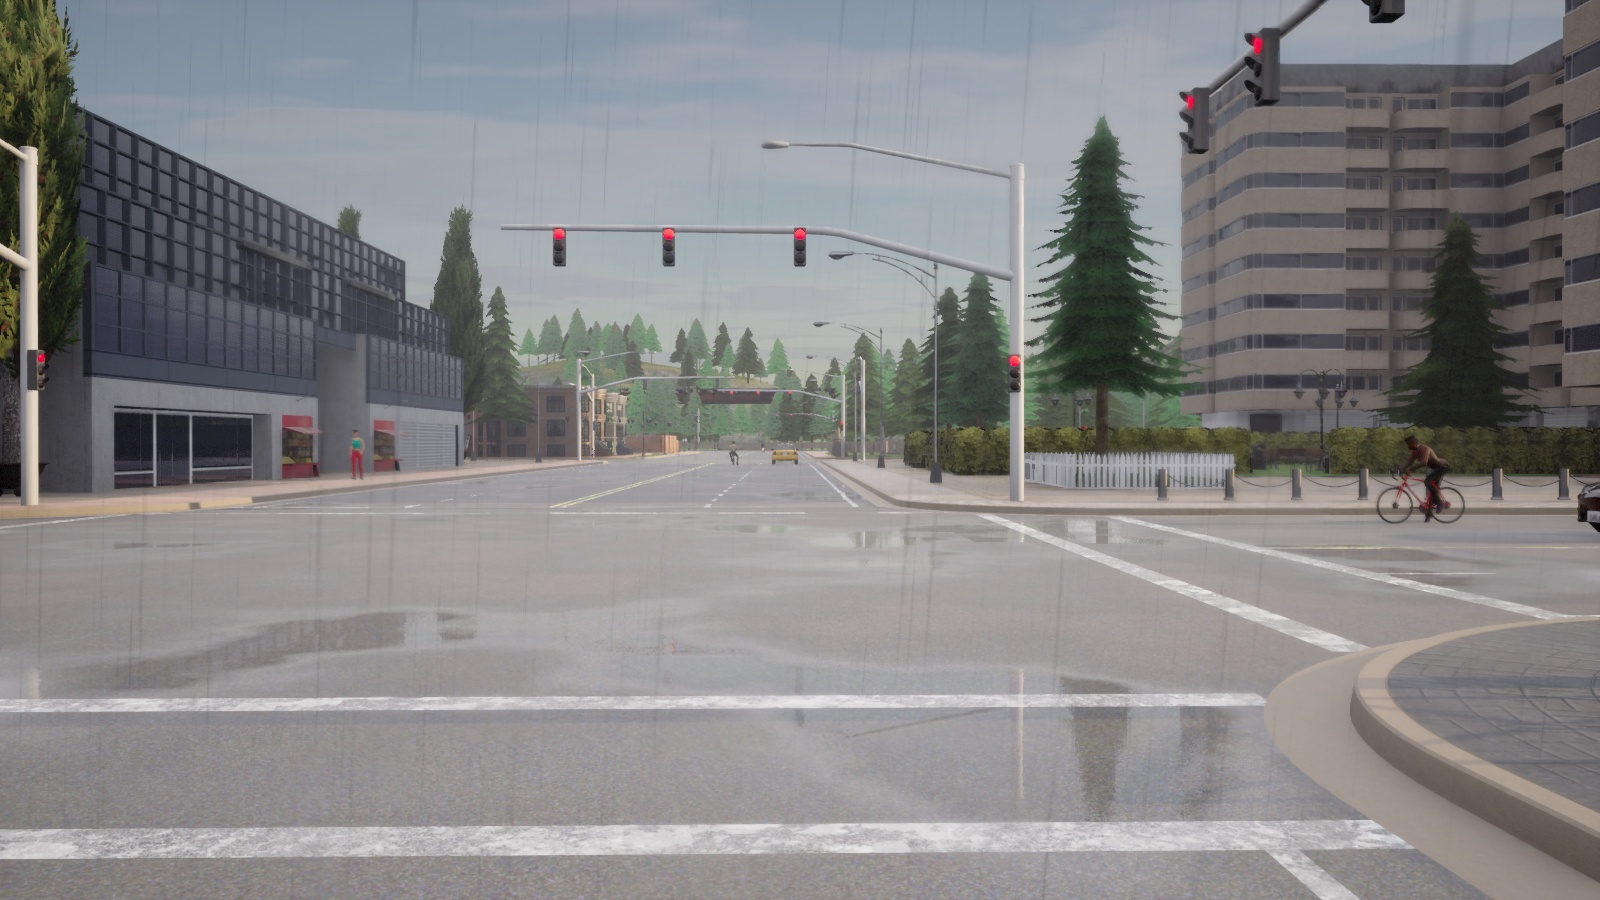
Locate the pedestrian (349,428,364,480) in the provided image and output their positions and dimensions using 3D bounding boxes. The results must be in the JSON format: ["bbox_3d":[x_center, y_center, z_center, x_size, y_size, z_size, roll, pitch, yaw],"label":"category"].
[{"bbox_3d":[-15.956,0.137,45.197,0.345,1.836,0.594,0,0,-1],"label":"pedestrian"}]

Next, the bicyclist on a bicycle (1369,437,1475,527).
[{"bbox_3d":[11.414,0.578,23.080,1.656,1.620,0.582,0,0,-1],"label":"bicyclist on a bicycle"}]

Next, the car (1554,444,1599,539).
[{"bbox_3d":[14.827,0.647,19.625,4.792,1.488,2.163,0,0,-1],"label":"car"}]

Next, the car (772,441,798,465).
[{"bbox_3d":[-1.048,0.189,87.747,1.801,1.575,5.366,0,0,-1],"label":"car"}]
